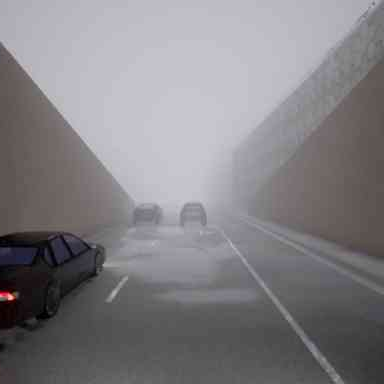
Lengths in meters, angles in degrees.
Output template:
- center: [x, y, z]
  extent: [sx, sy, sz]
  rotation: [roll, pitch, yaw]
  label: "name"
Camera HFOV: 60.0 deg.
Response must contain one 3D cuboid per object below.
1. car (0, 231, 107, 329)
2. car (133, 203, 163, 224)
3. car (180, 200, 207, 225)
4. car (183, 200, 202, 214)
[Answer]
- center: [-3.406, 1.589, 7.346]
  extent: [2.033, 1.411, 5.357]
  rotation: [0, 0, 0]
  label: "car"
- center: [-3.400, 1.624, 26.246]
  extent: [1.882, 1.535, 5.008]
  rotation: [0, 0, 0]
  label: "car"
- center: [0.100, 1.572, 25.391]
  extent: [2.033, 1.649, 4.856]
  rotation: [0, 0, 0]
  label: "car"
- center: [0.072, 1.722, 39.147]
  extent: [2.163, 1.488, 4.792]
  rotation: [0, 0, 0]
  label: "car"
